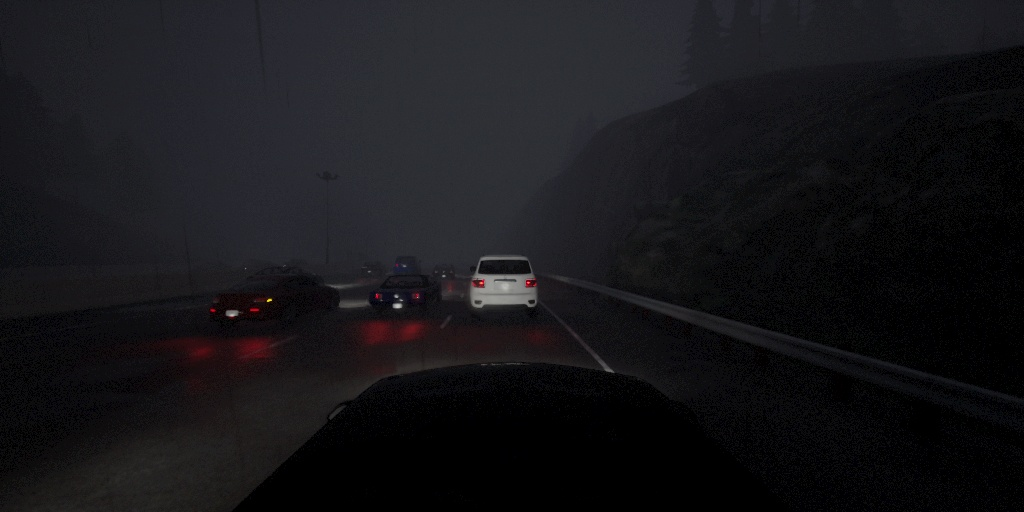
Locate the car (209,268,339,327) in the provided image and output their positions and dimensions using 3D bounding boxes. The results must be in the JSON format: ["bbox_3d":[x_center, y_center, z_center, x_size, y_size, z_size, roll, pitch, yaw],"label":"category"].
[{"bbox_3d":[-7.281,1.291,11.476,1.812,1.442,4.674,0,0,-3],"label":"car"}]

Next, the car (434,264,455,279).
[{"bbox_3d":[-5.986,1.363,31.859,1.895,1.301,4.718,0,0,-9],"label":"car"}]

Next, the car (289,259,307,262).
[{"bbox_3d":[-26.677,1.160,44.377,2.097,1.767,4.553,0,0,-14],"label":"car"}]

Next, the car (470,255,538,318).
[{"bbox_3d":[-0.366,0.972,13.268,2.150,2.045,5.566,0,0,-4],"label":"car"}]

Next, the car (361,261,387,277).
[{"bbox_3d":[-13.899,1.271,36.220,2.128,1.511,4.902,0,0,-11],"label":"car"}]

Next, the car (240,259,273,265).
[{"bbox_3d":[-29.846,1.305,42.662,2.128,1.511,4.902,0,0,-14],"label":"car"}]

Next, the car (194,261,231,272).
[{"bbox_3d":[-37.773,1.379,45.445,2.033,1.411,5.357,0,0,-15],"label":"car"}]

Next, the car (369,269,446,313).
[{"bbox_3d":[-3.929,1.359,14.091,1.895,1.301,4.718,0,0,-4],"label":"car"}]

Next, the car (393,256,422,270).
[{"bbox_3d":[-9.983,0.992,34.416,2.150,2.045,5.566,0,0,-10],"label":"car"}]

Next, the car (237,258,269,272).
[{"bbox_3d":[-35.043,1.177,48.598,2.097,1.767,4.553,0,0,-16],"label":"car"}]

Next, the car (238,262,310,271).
[{"bbox_3d":[-11.301,1.266,18.167,2.128,1.511,4.902,0,0,-5],"label":"car"}]
